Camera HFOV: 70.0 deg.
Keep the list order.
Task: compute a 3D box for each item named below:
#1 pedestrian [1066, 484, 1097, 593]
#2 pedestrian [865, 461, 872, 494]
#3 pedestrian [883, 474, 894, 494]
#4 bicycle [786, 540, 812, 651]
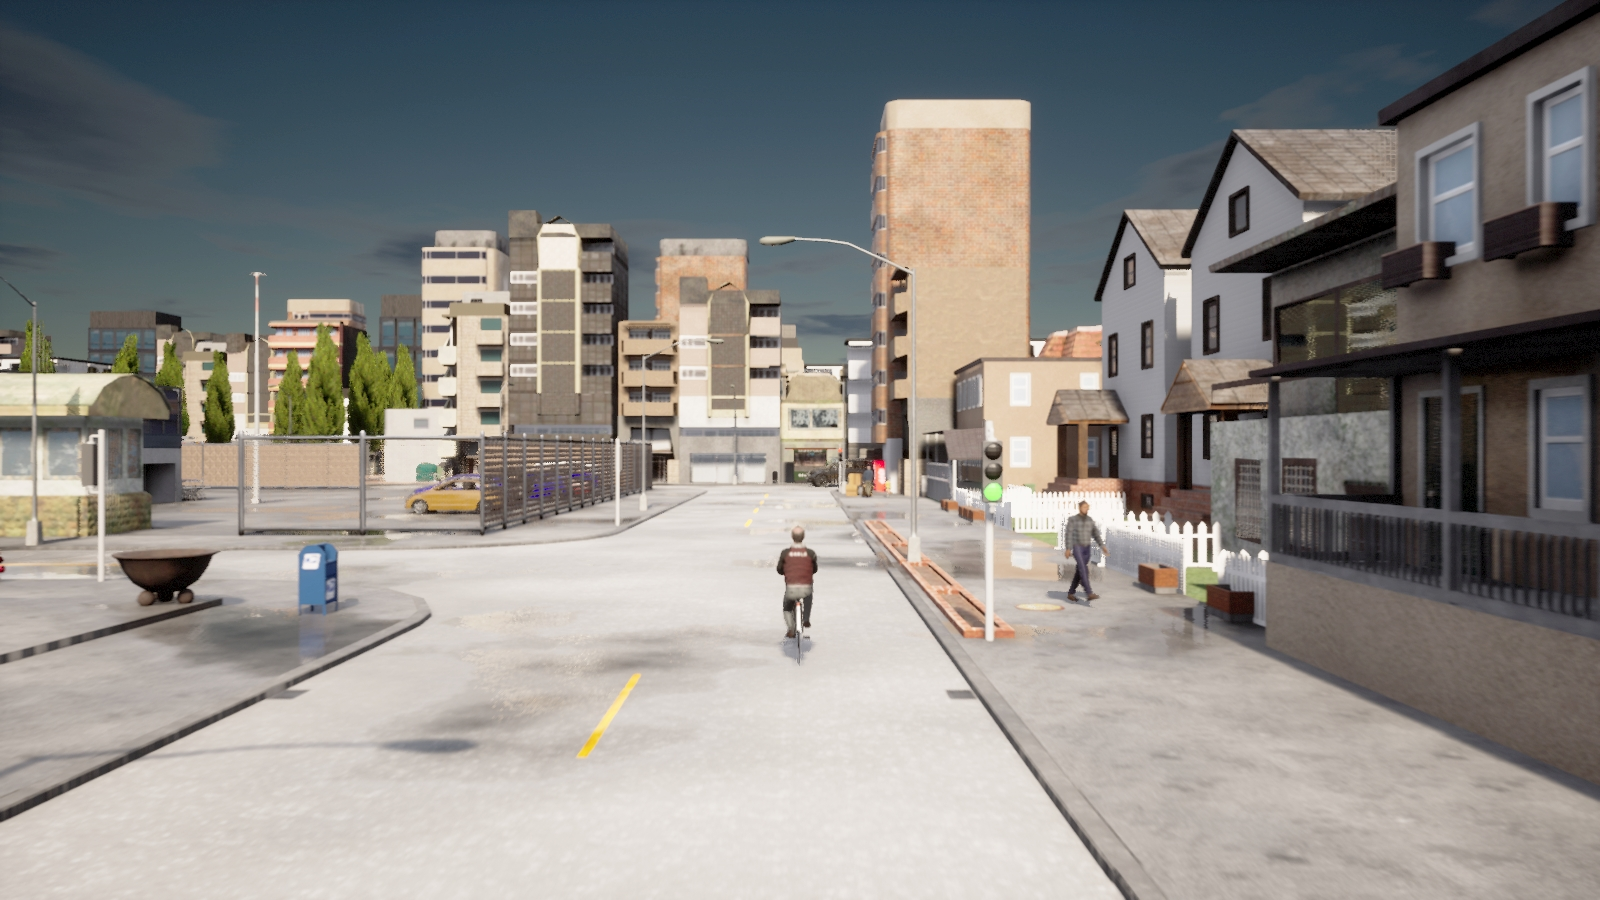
[{"bbox_3d":[4.891,1.524,19.881,0.375,1.860,0.375,0,0,-21],"label":"pedestrian"},{"bbox_3d":[3.829,1.526,64.190,0.375,1.860,0.375,0,0,4],"label":"pedestrian"},{"bbox_3d":[4.983,1.905,64.482,0.500,1.100,0.500,0,0,-7],"label":"pedestrian"},{"bbox_3d":[-0.021,1.940,15.599,0.329,1.271,1.835,0,0,-1],"label":"bicycle"}]
